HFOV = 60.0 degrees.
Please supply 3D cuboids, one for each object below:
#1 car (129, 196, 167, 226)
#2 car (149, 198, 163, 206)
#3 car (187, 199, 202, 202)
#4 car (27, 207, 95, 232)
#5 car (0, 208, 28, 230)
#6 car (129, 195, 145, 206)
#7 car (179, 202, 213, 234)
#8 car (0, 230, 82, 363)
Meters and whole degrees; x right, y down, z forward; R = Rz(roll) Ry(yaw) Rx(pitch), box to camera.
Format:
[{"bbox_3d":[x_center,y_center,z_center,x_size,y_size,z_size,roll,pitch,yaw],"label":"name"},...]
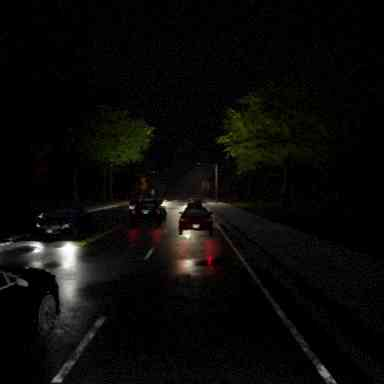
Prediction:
[{"bbox_3d":[-3.018,1.375,23.863,2.097,1.767,4.553,0,0,0],"label":"car"},{"bbox_3d":[-6.224,1.667,58.026,1.895,1.301,4.718,0,0,1],"label":"car"},{"bbox_3d":[0.327,1.538,40.816,2.128,1.511,4.902,0,0,0],"label":"car"},{"bbox_3d":[-6.504,1.538,17.550,1.812,1.442,4.674,0,0,0],"label":"car"},{"bbox_3d":[-9.754,1.558,17.646,2.033,1.411,5.357,0,0,0],"label":"car"},{"bbox_3d":[-9.479,1.415,57.728,2.097,1.767,4.553,0,0,1],"label":"car"},{"bbox_3d":[0.216,1.546,19.073,1.812,1.442,4.674,0,0,0],"label":"car"},{"bbox_3d":[-3.133,1.492,3.632,2.128,1.511,4.902,0,0,0],"label":"car"}]
